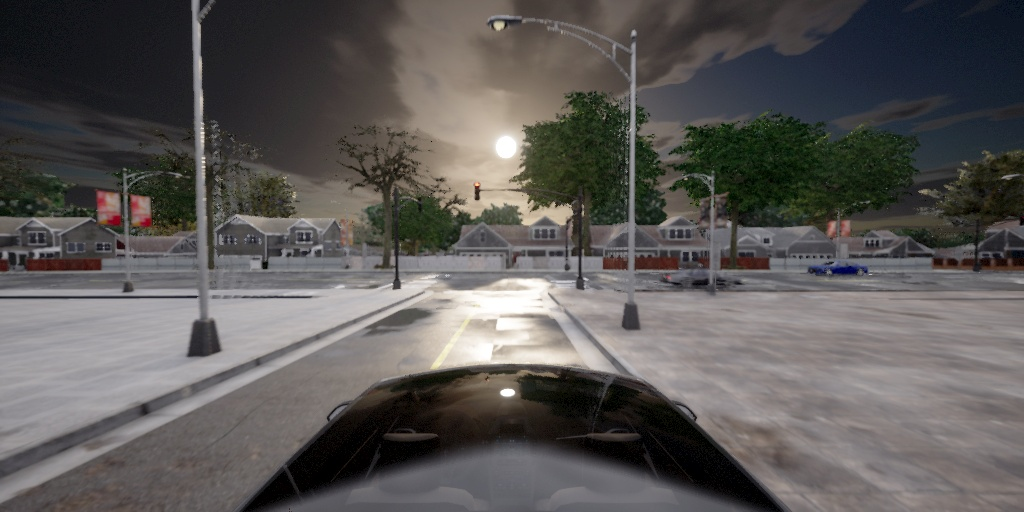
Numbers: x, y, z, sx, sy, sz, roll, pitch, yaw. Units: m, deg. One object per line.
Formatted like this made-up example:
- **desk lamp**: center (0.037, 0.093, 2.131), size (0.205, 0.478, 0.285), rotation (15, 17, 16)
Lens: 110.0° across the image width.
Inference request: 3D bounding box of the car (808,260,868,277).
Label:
- **car**: center (32.145, 1.185, 35.465), size (5.008, 1.535, 1.882), rotation (0, 2, 0)

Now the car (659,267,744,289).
- **car**: center (13.424, 1.533, 25.638), size (5.357, 1.411, 2.033), rotation (0, 2, 0)
